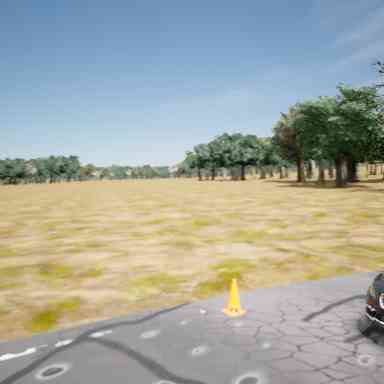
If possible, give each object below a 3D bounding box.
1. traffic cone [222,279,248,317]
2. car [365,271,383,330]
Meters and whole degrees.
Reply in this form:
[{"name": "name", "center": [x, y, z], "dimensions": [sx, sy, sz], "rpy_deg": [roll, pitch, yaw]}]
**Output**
[{"name": "traffic cone", "center": [0.756, 1.841, 5.917], "dimensions": [0.340, 0.580, 0.340], "rpy_deg": [-1, 1, -28]}, {"name": "car", "center": [4.990, 1.390, 5.204], "dimensions": [4.892, 1.490, 1.837], "rpy_deg": [0, 1, -22]}]
